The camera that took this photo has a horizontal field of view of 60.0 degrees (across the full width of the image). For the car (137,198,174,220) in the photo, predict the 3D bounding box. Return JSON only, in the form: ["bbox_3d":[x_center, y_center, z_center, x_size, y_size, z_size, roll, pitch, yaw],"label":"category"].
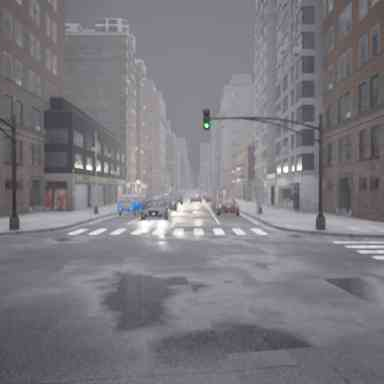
[{"bbox_3d":[-2.754,1.384,26.049,1.994,1.385,4.181,0,0,1],"label":"car"}]

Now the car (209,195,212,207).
[{"bbox_3d":[3.116,1.320,34.998,1.947,1.339,4.313,0,0,1],"label":"car"}]

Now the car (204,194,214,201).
[{"bbox_3d":[3.524,1.080,68.146,1.887,1.381,4.507,0,0,1],"label":"car"}]

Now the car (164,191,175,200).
[{"bbox_3d":[-4.934,0.823,73.757,2.192,1.841,5.009,0,0,1],"label":"car"}]

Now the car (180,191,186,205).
[{"bbox_3d":[-2.432,0.881,50.256,2.150,2.045,5.566,0,0,1],"label":"car"}]

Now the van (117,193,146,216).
[{"bbox_3d":[-5.478,1.141,29.572,1.690,1.788,3.998,0,0,1],"label":"van"}]

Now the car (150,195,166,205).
[{"bbox_3d":[-5.206,1.205,51.666,2.008,1.369,4.403,0,0,1],"label":"car"}]

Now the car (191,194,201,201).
[{"bbox_3d":[0.833,1.115,66.268,1.994,1.385,4.181,0,0,1],"label":"car"}]

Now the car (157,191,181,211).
[{"bbox_3d":[-2.628,1.106,36.081,2.097,1.767,4.553,0,0,1],"label":"car"}]

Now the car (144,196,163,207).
[{"bbox_3d":[-5.273,1.241,46.143,2.008,1.369,4.403,0,0,1],"label":"car"}]

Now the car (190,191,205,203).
[{"bbox_3d":[0.705,1.111,55.850,2.128,1.511,4.902,0,0,1],"label":"car"}]

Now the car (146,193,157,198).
[{"bbox_3d":[-5.410,1.078,35.095,2.192,1.841,5.009,0,0,1],"label":"car"}]

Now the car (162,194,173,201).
[{"bbox_3d":[-5.004,1.071,68.065,1.752,1.417,4.829,0,0,1],"label":"car"}]

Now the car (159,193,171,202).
[{"bbox_3d":[-5.070,1.021,62.711,1.967,1.590,4.097,0,0,1],"label":"car"}]

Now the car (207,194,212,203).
[{"bbox_3d":[3.184,1.300,40.523,1.802,1.307,4.206,0,0,1],"label":"car"}]

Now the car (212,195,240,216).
[{"bbox_3d":[3.048,1.231,29.473,1.967,1.590,4.097,0,0,1],"label":"car"}]

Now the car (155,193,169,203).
[{"bbox_3d":[-5.137,1.057,57.188,1.967,1.590,4.097,0,0,1],"label":"car"}]

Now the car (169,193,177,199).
[{"bbox_3d":[-4.798,1.001,84.804,1.947,1.339,4.313,0,0,1],"label":"car"}]

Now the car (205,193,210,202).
[{"bbox_3d":[3.388,1.174,57.097,1.947,1.339,4.313,0,0,1],"label":"car"}]

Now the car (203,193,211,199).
[{"bbox_3d":[3.727,0.970,84.719,1.887,1.381,4.507,0,0,1],"label":"car"}]

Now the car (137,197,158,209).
[{"bbox_3d":[-5.341,1.293,40.620,1.947,1.339,4.313,0,0,1],"label":"car"}]

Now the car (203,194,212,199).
[{"bbox_3d":[3.660,1.044,79.195,1.802,1.307,4.206,0,0,1],"label":"car"}]
